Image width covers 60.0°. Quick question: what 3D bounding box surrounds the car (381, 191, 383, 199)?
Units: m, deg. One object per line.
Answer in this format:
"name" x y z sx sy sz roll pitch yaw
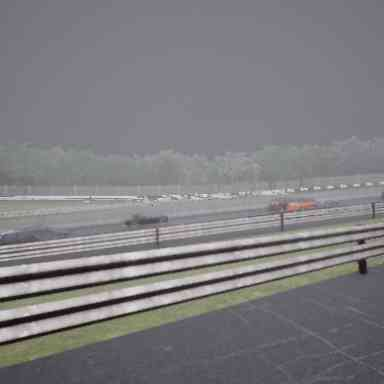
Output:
"car" 27.832 0.490 44.055 4.892 1.490 1.837 -4 2 -23

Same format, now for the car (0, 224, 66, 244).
"car" -11.912 3.397 23.225 5.357 1.411 2.033 -4 2 -23

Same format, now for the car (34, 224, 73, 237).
"car" -12.466 3.323 26.796 5.357 1.411 2.033 -4 2 -23

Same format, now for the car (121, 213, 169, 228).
"car" -4.748 2.796 33.910 4.718 1.301 1.895 -4 2 -23

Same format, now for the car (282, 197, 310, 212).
"car" 13.054 1.419 37.724 4.553 1.767 2.097 -4 2 -23

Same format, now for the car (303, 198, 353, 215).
"car" 14.484 1.588 34.531 4.902 1.511 2.128 -4 2 -23

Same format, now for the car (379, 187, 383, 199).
"car" 30.073 0.059 48.820 4.553 1.767 2.097 -4 2 -23

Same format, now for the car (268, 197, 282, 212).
"car" 11.674 1.390 40.941 4.553 1.767 2.097 -4 2 -23
